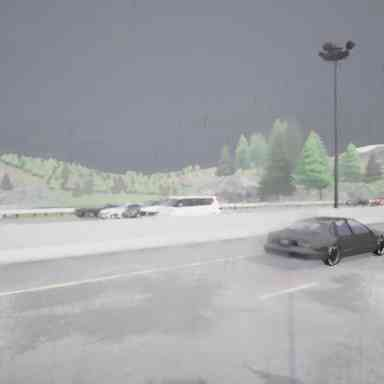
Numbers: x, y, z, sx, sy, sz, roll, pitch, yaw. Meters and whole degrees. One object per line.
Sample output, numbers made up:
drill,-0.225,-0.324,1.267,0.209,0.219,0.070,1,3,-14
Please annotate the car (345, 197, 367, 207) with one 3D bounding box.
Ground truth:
car,26.362,1.522,52.900,4.902,1.511,2.128,0,0,-35

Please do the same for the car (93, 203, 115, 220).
car,-4.987,1.544,26.240,4.674,1.442,1.812,0,0,-36

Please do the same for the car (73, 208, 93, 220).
car,-7.647,1.621,28.642,4.718,1.301,1.895,0,0,-36

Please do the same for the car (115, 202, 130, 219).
car,-2.705,1.368,23.569,4.553,1.767,2.097,0,0,-36

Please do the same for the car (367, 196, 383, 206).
car,29.178,1.382,50.551,4.553,1.767,2.097,0,0,-35

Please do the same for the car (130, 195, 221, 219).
car,-0.661,1.236,20.728,5.566,2.045,2.150,0,0,-36

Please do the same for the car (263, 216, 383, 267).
car,4.850,1.555,11.515,5.357,1.411,2.033,0,0,-36
